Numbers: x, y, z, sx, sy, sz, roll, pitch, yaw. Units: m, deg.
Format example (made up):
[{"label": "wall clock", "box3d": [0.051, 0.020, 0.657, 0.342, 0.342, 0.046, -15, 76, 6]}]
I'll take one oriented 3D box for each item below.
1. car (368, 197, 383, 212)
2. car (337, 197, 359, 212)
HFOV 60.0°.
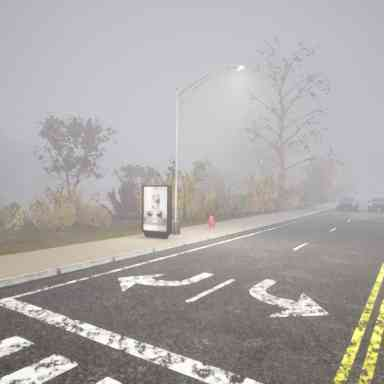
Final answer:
[{"label": "car", "box3d": [21.474, 1.391, 38.124, 2.097, 1.767, 4.553, 0, 0, 30]}, {"label": "car", "box3d": [18.670, 1.388, 39.767, 2.097, 1.767, 4.553, 0, 0, 30]}]
